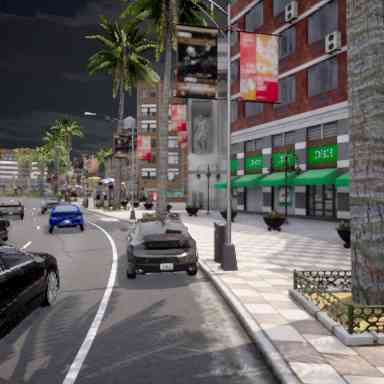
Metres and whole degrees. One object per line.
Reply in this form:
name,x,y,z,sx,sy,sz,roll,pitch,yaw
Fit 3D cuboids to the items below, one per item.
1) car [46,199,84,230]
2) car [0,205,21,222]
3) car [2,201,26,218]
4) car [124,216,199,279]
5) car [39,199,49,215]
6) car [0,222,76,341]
car,-7.862,1.477,20.637,1.882,1.535,5.008,0,0,-23
car,-8.805,1.488,13.557,2.128,1.511,4.902,0,0,-16
car,-15.700,1.488,29.062,2.128,1.511,4.902,0,0,-26
car,-1.073,1.505,10.194,1.837,1.490,4.892,0,0,-11
car,-14.702,1.503,34.638,1.837,1.490,4.892,0,0,-27
car,-3.506,1.491,4.995,2.128,1.511,4.902,0,0,-6
